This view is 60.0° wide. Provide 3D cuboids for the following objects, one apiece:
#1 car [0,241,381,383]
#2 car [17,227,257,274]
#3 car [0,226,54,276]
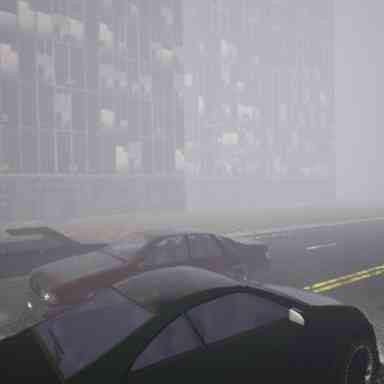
[{"bbox_3d":[0.164,1.547,3.556,4.181,1.385,1.994,-1,0,-35],"label":"car"},{"bbox_3d":[-0.596,1.519,7.212,5.357,1.411,2.033,-1,0,-35],"label":"car"},{"bbox_3d":[-4.540,1.592,8.404,4.718,1.301,1.895,-1,0,-35],"label":"car"}]
